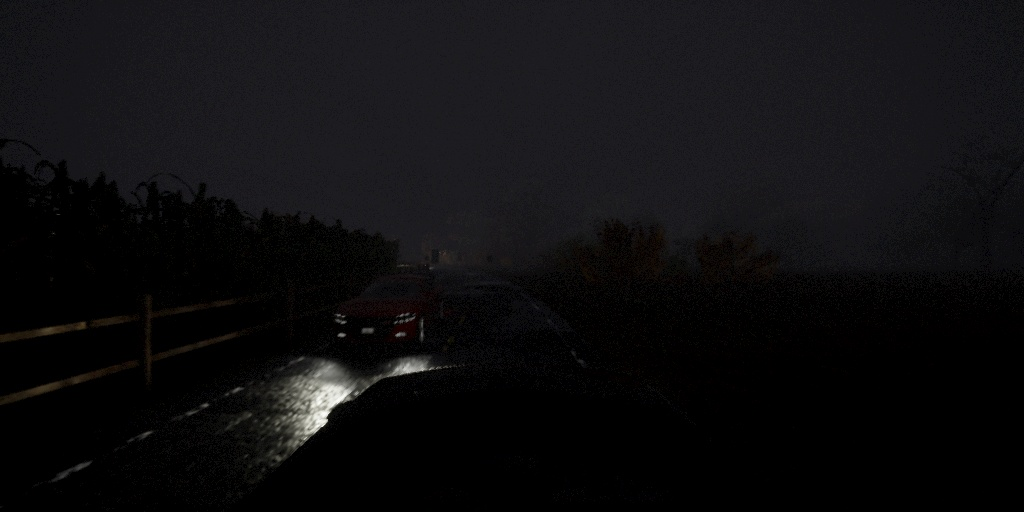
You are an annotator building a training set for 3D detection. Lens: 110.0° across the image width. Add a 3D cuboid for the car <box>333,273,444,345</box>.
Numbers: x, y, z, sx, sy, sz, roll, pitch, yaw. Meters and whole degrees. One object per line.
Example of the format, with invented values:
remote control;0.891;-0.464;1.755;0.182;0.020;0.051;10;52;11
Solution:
car;-3.079;1.276;9.866;1.882;1.535;5.008;0;0;-3
